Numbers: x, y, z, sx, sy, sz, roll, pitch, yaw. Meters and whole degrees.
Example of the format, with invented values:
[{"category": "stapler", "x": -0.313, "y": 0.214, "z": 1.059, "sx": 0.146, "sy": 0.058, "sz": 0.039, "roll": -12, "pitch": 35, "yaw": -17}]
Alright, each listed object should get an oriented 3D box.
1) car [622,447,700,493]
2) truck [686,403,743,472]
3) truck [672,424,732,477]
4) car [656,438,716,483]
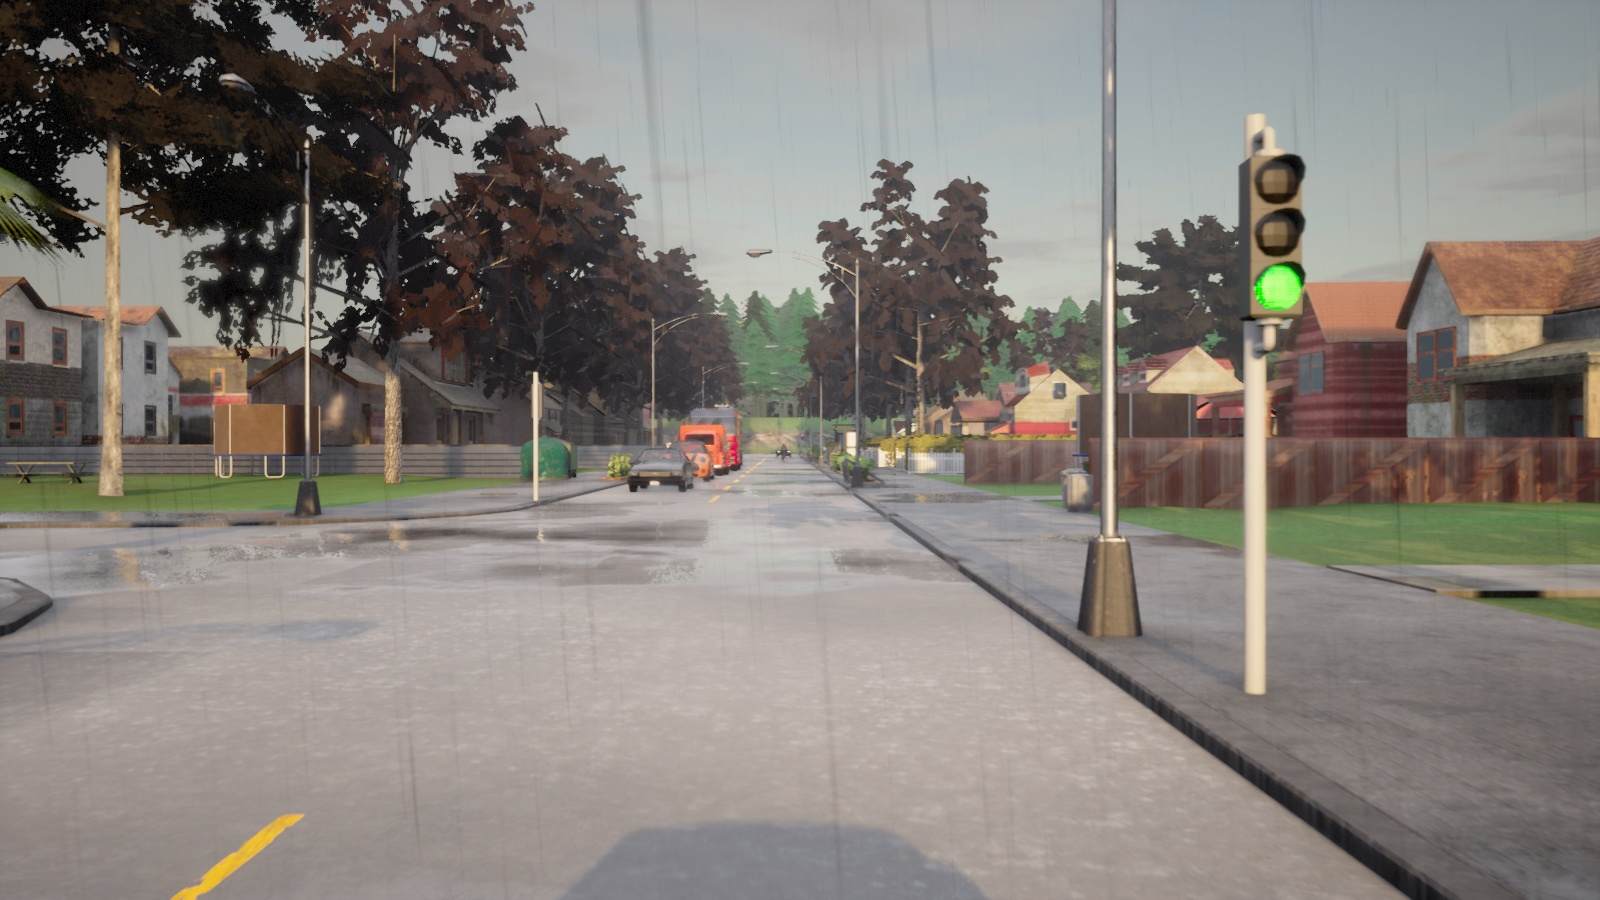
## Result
[{"category": "car", "x": -4.496, "y": 0.622, "z": 41.386, "sx": 2.033, "sy": 1.411, "sz": 5.357, "roll": 0, "pitch": 0, "yaw": -1}, {"category": "truck", "x": -4.909, "y": -0.723, "z": 73.669, "sx": 2.891, "sy": 3.827, "sz": 8.468, "roll": 0, "pitch": 0, "yaw": -1}, {"category": "truck", "x": -4.756, "y": 0.004, "z": 61.774, "sx": 2.627, "sy": 2.467, "sz": 5.204, "roll": 0, "pitch": 0, "yaw": -1}, {"category": "car", "x": -4.622, "y": 0.391, "z": 51.541, "sx": 2.097, "sy": 1.767, "sz": 4.553, "roll": 0, "pitch": 0, "yaw": -1}]
